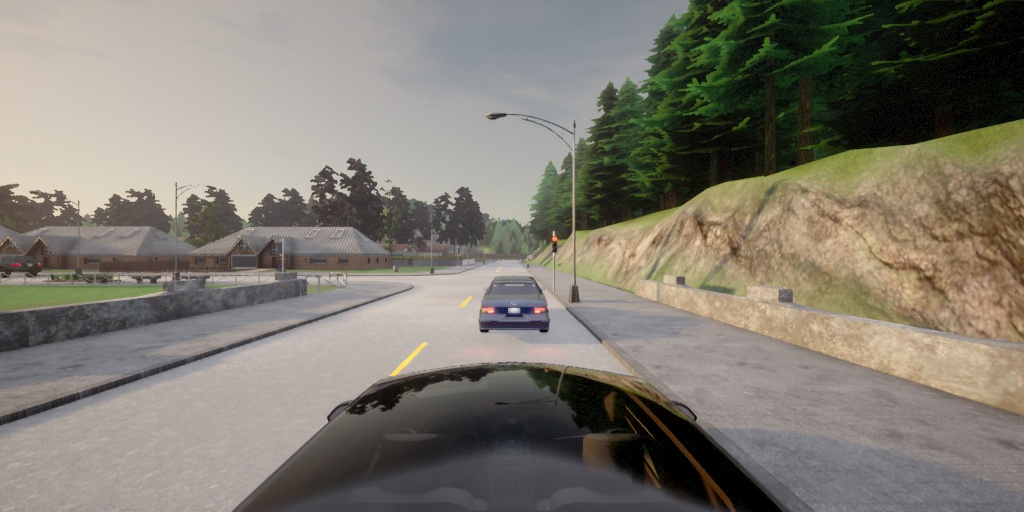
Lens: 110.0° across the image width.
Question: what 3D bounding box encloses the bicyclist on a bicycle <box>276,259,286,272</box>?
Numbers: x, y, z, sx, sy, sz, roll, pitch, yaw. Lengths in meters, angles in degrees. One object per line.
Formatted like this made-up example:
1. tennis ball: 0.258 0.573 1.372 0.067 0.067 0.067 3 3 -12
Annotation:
1. bicyclist on a bicycle: -24.157 1.099 37.533 0.582 1.620 1.656 0 0 0

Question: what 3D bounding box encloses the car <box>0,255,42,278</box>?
1. car: -47.370 0.971 33.288 5.566 2.045 2.150 0 0 1

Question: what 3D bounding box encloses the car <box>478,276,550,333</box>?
1. car: 0.064 1.297 10.749 2.033 1.411 5.357 0 0 0
